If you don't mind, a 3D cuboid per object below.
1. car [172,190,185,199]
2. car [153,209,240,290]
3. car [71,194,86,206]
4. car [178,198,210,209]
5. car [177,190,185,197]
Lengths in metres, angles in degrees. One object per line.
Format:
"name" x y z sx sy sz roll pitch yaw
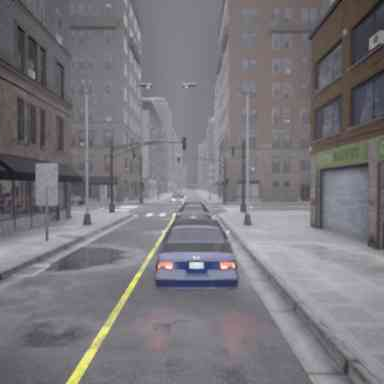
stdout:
"car" -2.677 0.378 63.630 2.097 1.767 4.553 0 1 1
"car" 0.098 1.409 8.847 2.033 1.411 5.357 0 1 0
"car" -14.677 0.935 39.327 4.313 1.339 1.947 0 1 0
"car" 0.095 1.264 19.393 1.994 1.385 4.181 0 1 1
"car" -2.615 0.317 79.073 1.812 1.442 4.674 0 1 0
